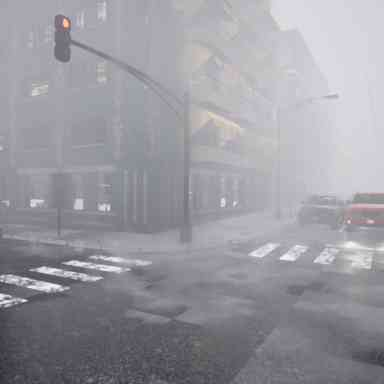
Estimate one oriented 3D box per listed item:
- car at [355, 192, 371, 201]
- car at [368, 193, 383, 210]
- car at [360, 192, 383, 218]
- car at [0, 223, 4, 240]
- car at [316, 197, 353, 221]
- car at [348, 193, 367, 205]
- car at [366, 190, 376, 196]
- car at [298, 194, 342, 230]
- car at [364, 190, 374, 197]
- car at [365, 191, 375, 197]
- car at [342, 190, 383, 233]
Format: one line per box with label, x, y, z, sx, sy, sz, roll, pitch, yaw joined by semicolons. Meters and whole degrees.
car;27.313;0.727;53.133;1.947;1.339;4.313;2;2;30
car;19.698;0.956;34.762;2.128;1.511;4.902;1;1;30
car;14.565;0.960;26.097;2.097;1.767;4.553;1;1;31
car;-10.065;1.578;14.761;4.206;1.307;1.802;0;0;31
car;10.471;1.183;24.263;1.887;1.381;4.507;2;2;30
car;21.700;0.886;43.510;1.947;1.339;4.313;2;2;30
car;44.155;0.268;82.003;1.802;1.307;4.206;2;2;30
car;7.667;1.034;19.446;2.192;1.841;5.009;2;2;30
car;38.542;0.389;72.379;1.887;1.381;4.507;2;2;30
car;41.348;0.347;77.191;1.802;1.307;4.206;2;2;30
car;9.533;0.972;17.570;2.150;2.045;5.566;1;1;30
